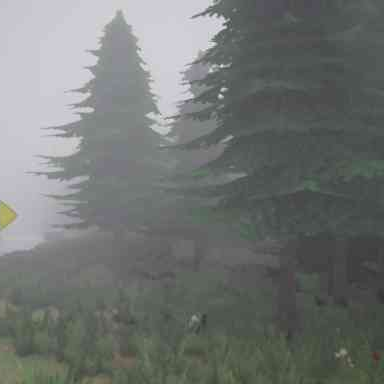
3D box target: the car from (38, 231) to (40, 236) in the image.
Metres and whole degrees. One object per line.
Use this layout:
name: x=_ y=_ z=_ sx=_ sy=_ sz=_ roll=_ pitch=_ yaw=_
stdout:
car: x=-22.813 y=6.244 z=52.244 sx=1.812 sy=1.442 sz=4.674 roll=0 pitch=-5 yaw=-37

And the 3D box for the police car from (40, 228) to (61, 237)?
police car: x=-15.285 y=4.740 z=37.324 sx=1.930 sy=1.638 sz=5.238 roll=0 pitch=-5 yaw=-16

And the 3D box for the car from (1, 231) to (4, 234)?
car: x=-34.890 y=7.315 z=58.390 sx=4.902 sy=1.511 sz=2.128 roll=-6 pitch=-4 yaw=40

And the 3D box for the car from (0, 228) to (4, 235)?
car: x=-39.283 y=7.959 z=65.912 sx=4.718 sy=1.301 sz=1.895 roll=-6 pitch=-4 yaw=38
